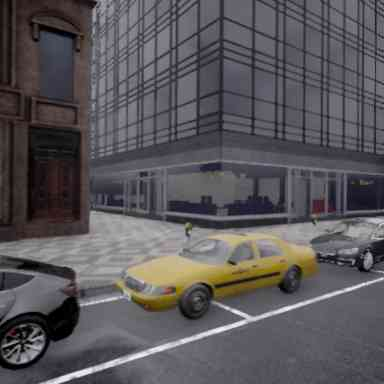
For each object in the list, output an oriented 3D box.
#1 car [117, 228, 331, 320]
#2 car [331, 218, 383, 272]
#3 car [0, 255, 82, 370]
[{"bbox_3d":[0.812,1.526,7.335,4.829,1.417,1.752,0,1,-36],"label":"car"},{"bbox_3d":[5.529,1.553,10.700,4.403,1.369,2.008,0,1,-36],"label":"car"},{"bbox_3d":[-3.629,1.565,4.167,4.313,1.339,1.947,0,1,-35],"label":"car"}]
